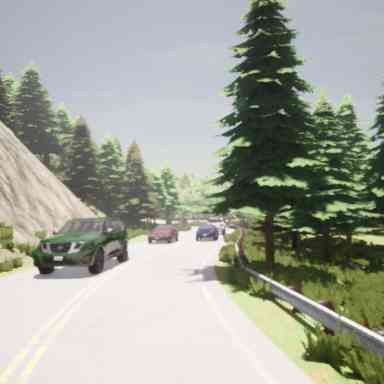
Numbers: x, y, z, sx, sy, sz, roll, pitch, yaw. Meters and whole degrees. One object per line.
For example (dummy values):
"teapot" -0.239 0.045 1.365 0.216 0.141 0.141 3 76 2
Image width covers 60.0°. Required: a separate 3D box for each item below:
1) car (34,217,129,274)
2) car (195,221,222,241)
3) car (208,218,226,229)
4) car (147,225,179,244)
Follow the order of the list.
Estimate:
"car" -4.234 2.076 13.845 2.150 2.045 5.566 -1 -5 5
"car" 1.434 3.657 30.461 1.812 1.442 4.674 -1 -5 9
"car" 3.110 4.275 42.105 2.150 2.045 5.566 -1 -4 8
"car" -2.318 3.486 27.890 1.812 1.442 4.674 -1 -5 9
